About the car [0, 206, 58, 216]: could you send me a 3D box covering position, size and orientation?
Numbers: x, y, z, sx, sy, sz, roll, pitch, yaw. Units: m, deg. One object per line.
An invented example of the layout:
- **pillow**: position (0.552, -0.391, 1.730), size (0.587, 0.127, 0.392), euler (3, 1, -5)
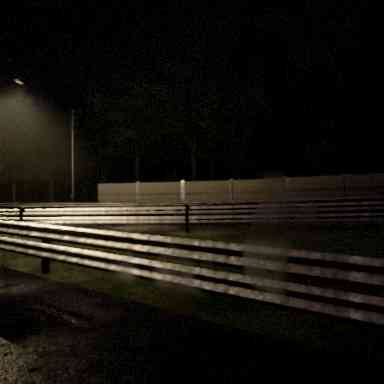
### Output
- **car**: position (-13.353, 1.759, 26.593), size (4.718, 1.301, 1.895), euler (0, -1, 13)
